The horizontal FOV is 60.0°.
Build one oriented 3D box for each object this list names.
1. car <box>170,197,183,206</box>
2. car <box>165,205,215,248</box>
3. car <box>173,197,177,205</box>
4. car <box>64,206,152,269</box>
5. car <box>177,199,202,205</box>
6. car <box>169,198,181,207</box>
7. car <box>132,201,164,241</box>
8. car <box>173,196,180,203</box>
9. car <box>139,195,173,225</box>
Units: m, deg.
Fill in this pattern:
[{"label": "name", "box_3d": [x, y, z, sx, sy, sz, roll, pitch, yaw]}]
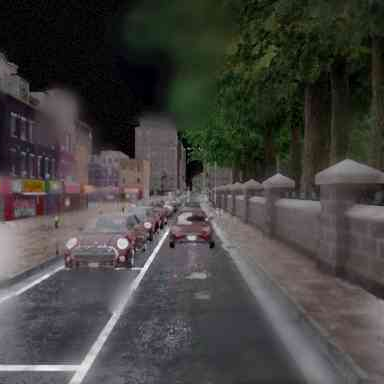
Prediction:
[{"label": "car", "box_3d": [-2.637, 1.566, 56.502, 1.947, 1.339, 4.313, 0, 0, 0]}, {"label": "car", "box_3d": [0.000, 1.532, 14.650, 1.812, 1.442, 4.674, 0, 0, 0]}, {"label": "car", "box_3d": [-2.642, 1.524, 31.860, 1.752, 1.417, 4.829, 0, 0, 0]}, {"label": "car", "box_3d": [-2.648, 1.438, 10.948, 1.967, 1.590, 4.097, 0, 0, 0]}, {"label": "car", "box_3d": [0.000, 1.572, 29.650, 1.994, 1.385, 4.181, 0, 0, 0]}, {"label": "car", "box_3d": [-2.637, 1.582, 52.839, 1.802, 1.307, 4.206, 0, 0, 0]}, {"label": "car", "box_3d": [-2.647, 1.438, 16.220, 1.967, 1.590, 4.097, 0, 0, 0]}, {"label": "car", "box_3d": [-2.641, 1.315, 37.301, 2.192, 1.841, 5.009, 0, 0, 0]}, {"label": "car", "box_3d": [-2.645, 1.313, 21.490, 2.192, 1.841, 5.009, 0, 0, 0]}]
